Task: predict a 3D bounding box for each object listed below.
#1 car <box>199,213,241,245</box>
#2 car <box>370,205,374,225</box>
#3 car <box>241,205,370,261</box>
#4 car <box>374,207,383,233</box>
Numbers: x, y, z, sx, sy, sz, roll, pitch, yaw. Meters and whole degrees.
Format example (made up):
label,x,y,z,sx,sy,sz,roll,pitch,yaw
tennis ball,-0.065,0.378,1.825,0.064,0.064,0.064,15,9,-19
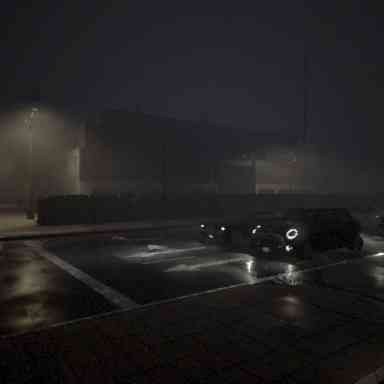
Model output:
label,x,y,z,sx,sy,sz,roll,pitch,yaw
car,2.640,1.601,15.530,4.718,1.301,1.895,0,0,-34
car,10.436,1.526,20.876,4.674,1.442,1.812,0,0,-35
car,4.328,1.351,12.451,4.553,1.767,2.097,0,0,-34
car,12.099,1.478,17.769,5.008,1.535,1.882,0,0,-35
